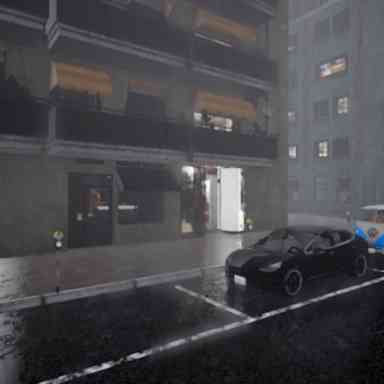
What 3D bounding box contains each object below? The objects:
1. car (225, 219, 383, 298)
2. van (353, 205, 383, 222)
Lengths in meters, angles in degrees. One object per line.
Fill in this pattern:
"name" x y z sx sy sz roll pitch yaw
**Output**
"car" 2.834 1.550 8.534 4.313 1.339 1.947 0 1 -35
"van" 7.347 1.314 11.718 3.998 1.788 1.690 0 1 -35
